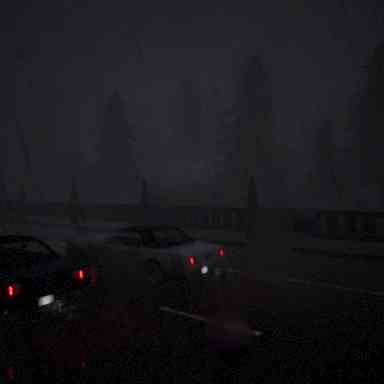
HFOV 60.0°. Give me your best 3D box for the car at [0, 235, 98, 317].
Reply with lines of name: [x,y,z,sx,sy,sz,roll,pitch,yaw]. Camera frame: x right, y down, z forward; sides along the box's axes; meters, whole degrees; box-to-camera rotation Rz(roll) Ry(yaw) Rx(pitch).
car: [-4.346,1.595,7.094,4.718,1.301,1.895,0,0,36]

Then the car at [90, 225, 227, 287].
car: [-1.492,1.596,9.356,4.718,1.301,1.895,0,0,36]
